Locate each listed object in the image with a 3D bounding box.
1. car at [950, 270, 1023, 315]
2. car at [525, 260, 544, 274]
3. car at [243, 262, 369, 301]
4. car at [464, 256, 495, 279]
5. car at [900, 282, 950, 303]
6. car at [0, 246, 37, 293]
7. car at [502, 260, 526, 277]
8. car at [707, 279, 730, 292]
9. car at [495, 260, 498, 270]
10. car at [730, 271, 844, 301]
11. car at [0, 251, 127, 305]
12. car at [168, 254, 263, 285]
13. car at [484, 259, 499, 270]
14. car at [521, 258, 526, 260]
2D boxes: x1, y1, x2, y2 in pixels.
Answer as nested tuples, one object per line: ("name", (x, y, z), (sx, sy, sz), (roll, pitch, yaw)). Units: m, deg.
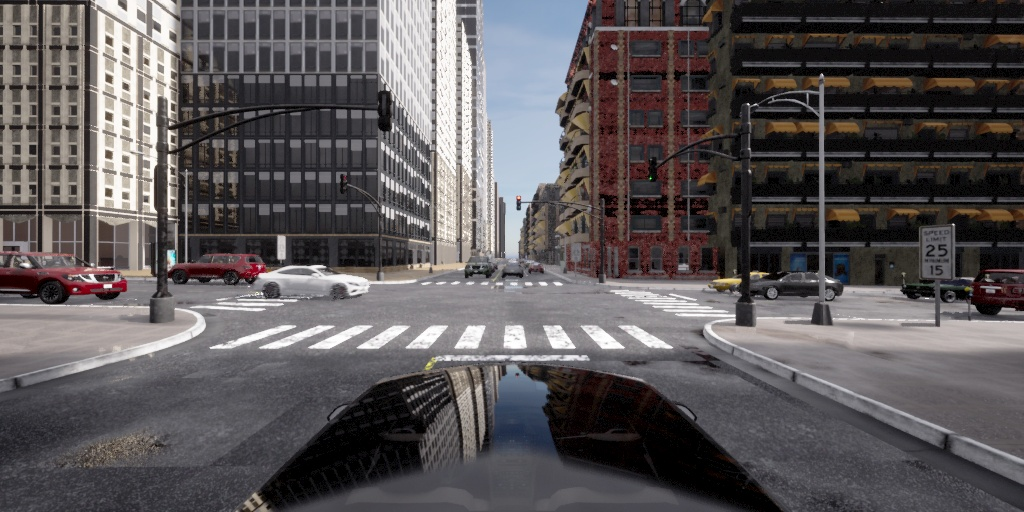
("car", (20.604, 1.461, 13.663), (5.009, 1.841, 2.192), (0, 0, 0))
("car", (2.759, 1.341, 41.665), (1.802, 1.307, 4.207), (0, 0, 0))
("car", (-8.837, 1.136, 15.981), (4.674, 1.442, 1.812), (1, 0, 0))
("car", (-3.085, 0.977, 33.568), (2.150, 2.045, 5.566), (0, 0, 0))
("car", (24.213, 1.827, 19.451), (4.718, 1.301, 1.895), (1, 0, -1))
("car", (-25.254, 0.525, 15.841), (5.566, 2.045, 2.150), (1, 0, -1))
("car", (0.064, 1.320, 35.092), (1.994, 1.385, 4.181), (0, 0, 1))
("car", (14.639, 1.587, 21.962), (4.829, 1.417, 1.751), (0, 0, 0))
("car", (-3.074, 1.286, 43.642), (1.812, 1.442, 4.674), (0, 0, 0))
("car", (14.922, 1.562, 19.344), (4.892, 1.490, 1.837), (1, 0, 2))
("car", (-17.570, 0.757, 13.315), (5.009, 1.841, 2.192), (0, 0, 0))
("car", (-17.701, 0.776, 21.695), (5.009, 1.841, 2.192), (0, 0, 0))
("car", (-3.064, 1.244, 53.915), (1.882, 1.535, 5.008), (0, 0, 0))
("car", (2.715, 1.317, 54.582), (2.007, 1.370, 4.403), (0, 0, 0))
